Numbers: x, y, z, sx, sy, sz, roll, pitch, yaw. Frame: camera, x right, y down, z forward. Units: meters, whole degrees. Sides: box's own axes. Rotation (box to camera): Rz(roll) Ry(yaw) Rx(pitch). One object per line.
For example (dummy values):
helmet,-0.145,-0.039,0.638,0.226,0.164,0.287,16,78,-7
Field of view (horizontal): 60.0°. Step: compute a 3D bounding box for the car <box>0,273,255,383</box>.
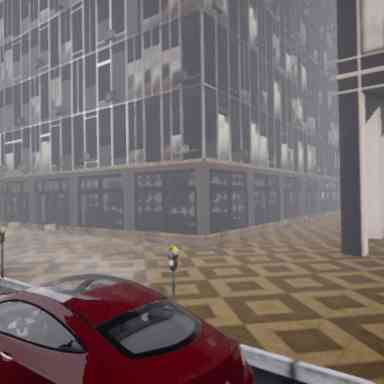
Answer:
car,-1.383,1.613,3.716,4.206,1.307,1.802,-1,-1,36
